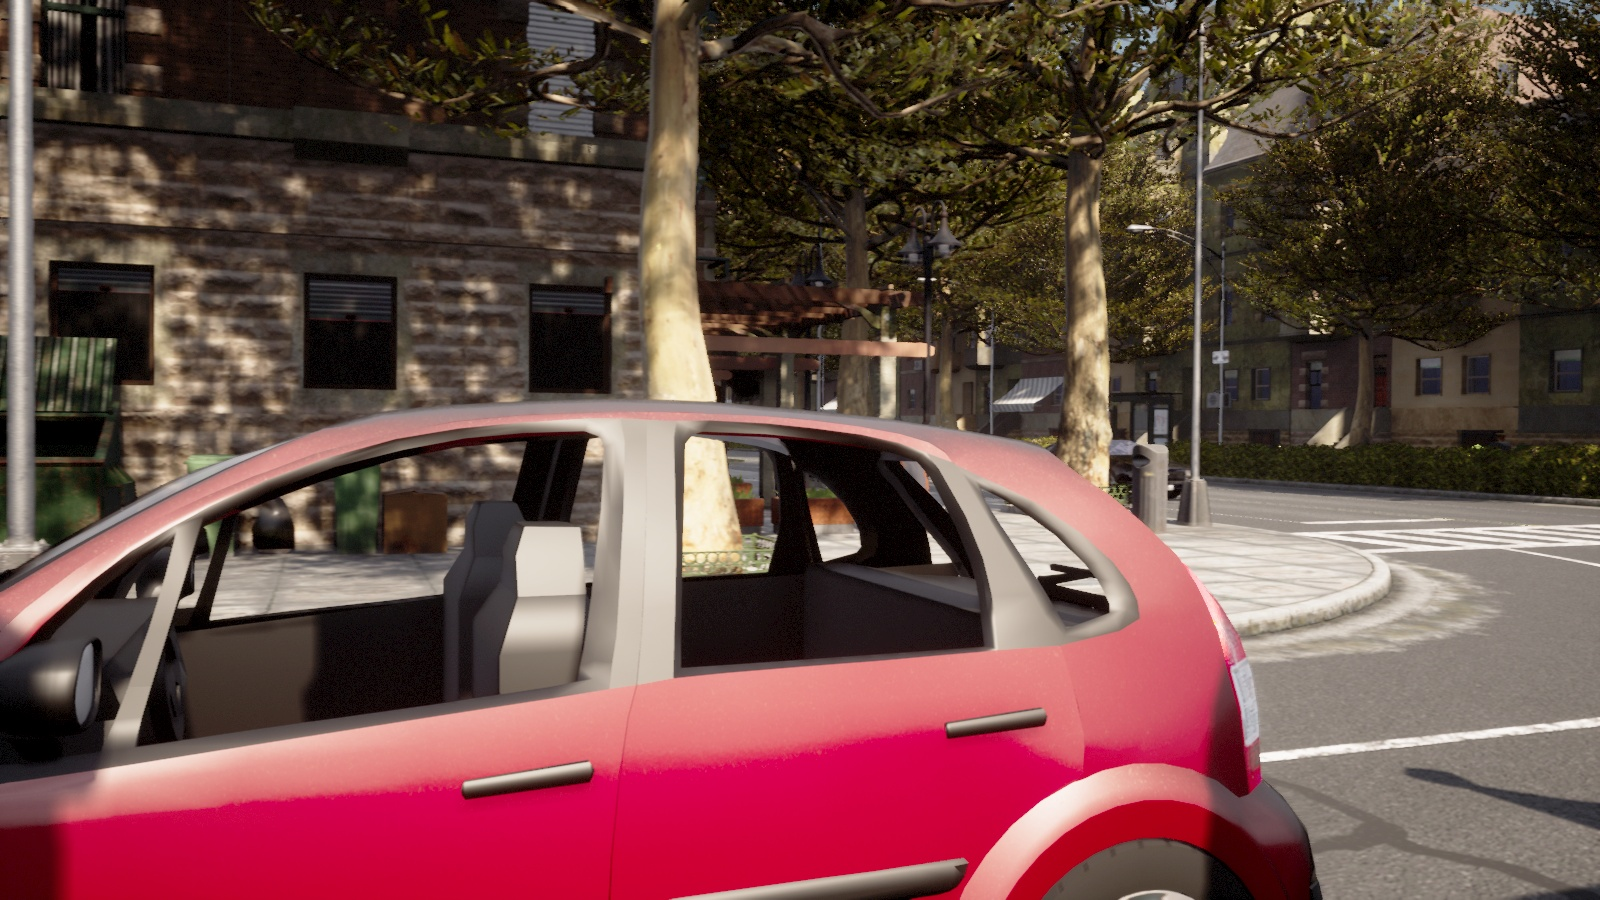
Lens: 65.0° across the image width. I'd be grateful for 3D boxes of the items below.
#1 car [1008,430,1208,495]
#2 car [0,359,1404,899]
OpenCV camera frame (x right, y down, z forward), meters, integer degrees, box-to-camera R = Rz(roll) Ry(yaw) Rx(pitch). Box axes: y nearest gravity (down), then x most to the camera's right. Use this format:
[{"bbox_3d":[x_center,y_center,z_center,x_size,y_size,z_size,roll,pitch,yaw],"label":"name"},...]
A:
[{"bbox_3d":[7.278,0.236,30.358,2.033,1.411,5.357,-1,1,-21],"label":"car"},{"bbox_3d":[-0.871,0.657,2.907,3.988,1.617,1.851,-1,1,-21],"label":"car"}]
